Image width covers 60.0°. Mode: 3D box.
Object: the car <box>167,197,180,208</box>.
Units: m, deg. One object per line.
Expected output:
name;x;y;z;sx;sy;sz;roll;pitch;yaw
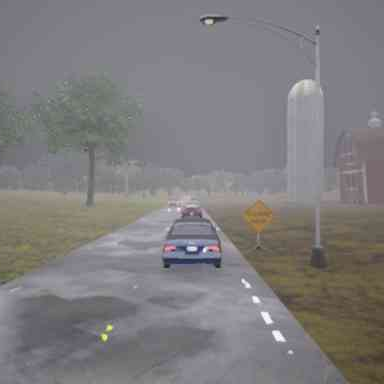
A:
car;-2.956;1.692;54.740;2.097;1.767;4.553;0;0;0

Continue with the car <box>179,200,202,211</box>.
car;-0.004;1.718;31.255;1.812;1.442;4.674;0;0;0

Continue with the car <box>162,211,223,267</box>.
car;0.019;1.617;11.628;2.033;1.411;5.357;0;0;0

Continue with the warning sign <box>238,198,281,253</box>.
warning sign;2.438;1.188;12.172;1.300;1.860;1.060;1;1;0
